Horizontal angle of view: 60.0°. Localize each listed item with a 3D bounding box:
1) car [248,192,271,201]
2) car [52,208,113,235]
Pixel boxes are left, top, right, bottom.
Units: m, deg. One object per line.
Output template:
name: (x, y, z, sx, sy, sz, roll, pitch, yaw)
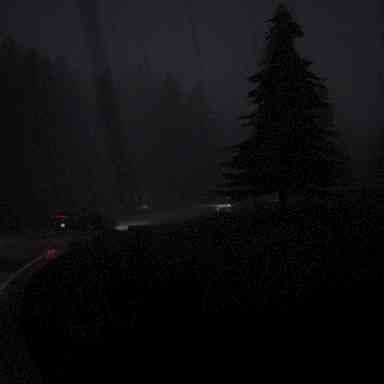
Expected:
car: (7.281, 0.538, 37.650, 1.812, 1.442, 4.674, 0, 5, 41)
car: (-6.072, 1.720, 19.435, 2.128, 1.511, 4.902, 0, -5, 13)
